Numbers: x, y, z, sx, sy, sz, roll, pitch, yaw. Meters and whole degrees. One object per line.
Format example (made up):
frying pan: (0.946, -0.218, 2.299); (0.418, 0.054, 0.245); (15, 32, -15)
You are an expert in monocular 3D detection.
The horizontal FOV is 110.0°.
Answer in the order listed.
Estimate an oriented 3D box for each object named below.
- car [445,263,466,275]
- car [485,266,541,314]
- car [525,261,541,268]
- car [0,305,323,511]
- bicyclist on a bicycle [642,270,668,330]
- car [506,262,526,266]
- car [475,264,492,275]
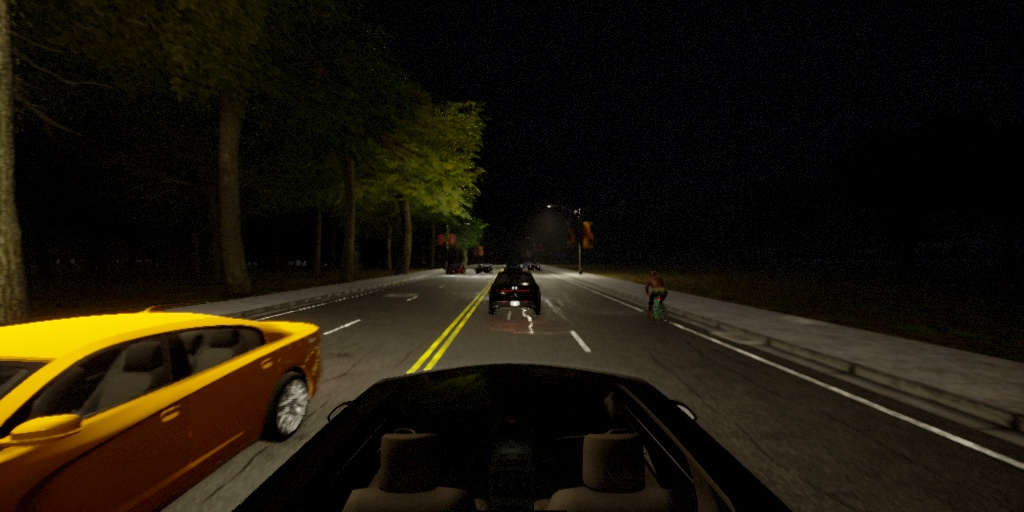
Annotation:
car: (-6.593, 1.542, 42.440); (1.994, 1.385, 4.181); (0, 0, 0)
car: (0.098, 1.319, 14.174); (1.837, 1.490, 4.892); (0, 0, 0)
car: (3.341, 1.676, 55.748); (1.895, 1.301, 4.718); (0, 0, 0)
car: (-3.350, 1.231, 2.526); (1.882, 1.535, 5.008); (0, 0, 0)
bicyclist on a bicycle: (4.141, 1.248, 10.368); (0.582, 1.620, 1.656); (0, -1, 0)
car: (0.095, 1.443, 32.725); (1.812, 1.442, 4.674); (0, 0, 0)
car: (-3.348, 1.584, 43.192); (1.895, 1.301, 4.718); (0, 0, 0)
